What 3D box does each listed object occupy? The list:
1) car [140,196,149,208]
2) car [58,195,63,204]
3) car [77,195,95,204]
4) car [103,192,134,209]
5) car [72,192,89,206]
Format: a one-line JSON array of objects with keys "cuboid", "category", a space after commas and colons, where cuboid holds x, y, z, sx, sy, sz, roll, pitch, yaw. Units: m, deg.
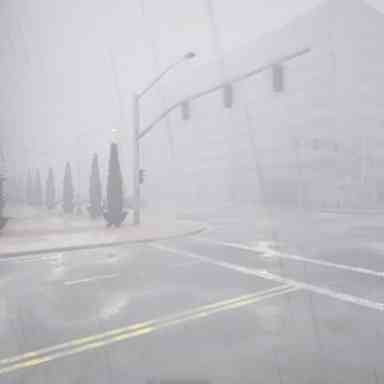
[{"cuboid": [-7.326, 1.272, 43.353, 2.128, 1.511, 4.902, -1, 0, -35], "category": "car"}, {"cuboid": [-22.162, 1.306, 58.442, 2.128, 1.511, 4.902, -1, 0, -35], "category": "car"}, {"cuboid": [-19.253, 1.316, 60.389, 1.812, 1.442, 4.674, -1, 0, -35], "category": "car"}, {"cuboid": [-8.871, 1.164, 39.465, 2.097, 1.767, 4.553, -1, 0, -35], "category": "car"}, {"cuboid": [-17.281, 1.164, 51.581, 2.097, 1.767, 4.553, -1, 0, -34], "category": "car"}]
